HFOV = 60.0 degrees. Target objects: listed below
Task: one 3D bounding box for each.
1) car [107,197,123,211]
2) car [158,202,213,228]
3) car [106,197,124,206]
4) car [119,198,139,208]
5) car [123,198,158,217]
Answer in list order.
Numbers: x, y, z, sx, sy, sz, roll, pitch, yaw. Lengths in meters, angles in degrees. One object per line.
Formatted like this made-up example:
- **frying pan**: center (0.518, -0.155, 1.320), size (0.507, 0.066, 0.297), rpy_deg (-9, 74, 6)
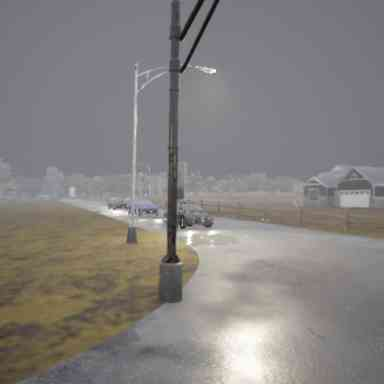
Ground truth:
- **car**: center (-8.696, 1.535, 39.649), size (1.895, 1.301, 4.718), rpy_deg (1, -1, -25)
- **car**: center (-0.345, 1.427, 21.478), size (1.837, 1.490, 4.892), rpy_deg (1, -1, -25)
- **car**: center (-13.792, 1.651, 59.312), size (2.033, 1.411, 5.357), rpy_deg (1, -1, -25)
- **car**: center (-9.611, 1.618, 50.224), size (1.994, 1.385, 4.181), rpy_deg (1, -1, -25)
- **car**: center (-4.524, 1.397, 30.562), size (1.882, 1.535, 5.008), rpy_deg (1, -1, -25)
